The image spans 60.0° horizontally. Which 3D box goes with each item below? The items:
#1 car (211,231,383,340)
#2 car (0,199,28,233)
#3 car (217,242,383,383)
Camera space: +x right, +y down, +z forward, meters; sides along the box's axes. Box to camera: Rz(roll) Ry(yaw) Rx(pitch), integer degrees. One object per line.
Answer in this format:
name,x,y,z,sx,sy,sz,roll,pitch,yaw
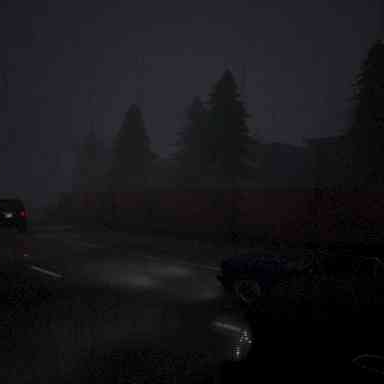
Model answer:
car,2.862,1.633,6.367,4.718,1.301,1.895,-1,-1,37
car,-11.780,1.425,20.355,2.150,2.045,5.566,0,0,-40
car,2.911,1.224,2.012,5.566,2.045,2.150,0,0,35
